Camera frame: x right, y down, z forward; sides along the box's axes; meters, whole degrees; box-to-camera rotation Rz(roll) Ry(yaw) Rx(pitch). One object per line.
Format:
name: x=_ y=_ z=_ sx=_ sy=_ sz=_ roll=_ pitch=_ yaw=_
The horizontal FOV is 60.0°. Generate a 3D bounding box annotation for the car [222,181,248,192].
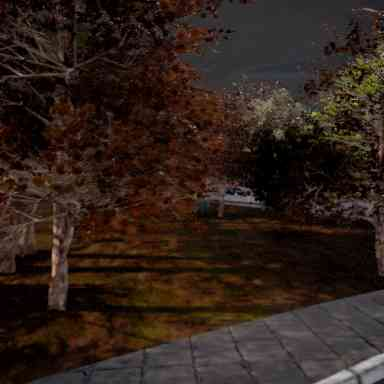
car: x=7.304 y=-0.886 z=55.641 sx=1.946 sy=1.575 sz=5.366 roll=5 pitch=3 yaw=36

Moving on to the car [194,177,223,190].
car: x=2.953 y=-1.543 z=59.021 sx=2.435 sy=2.045 sz=5.566 roll=5 pitch=3 yaw=36

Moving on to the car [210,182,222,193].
car: x=4.279 y=-0.419 z=41.952 sx=2.097 sy=1.535 sz=5.008 roll=5 pitch=3 yaw=36

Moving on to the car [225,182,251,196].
car: x=6.508 y=-0.185 z=40.313 sx=2.163 sy=1.488 sz=4.792 roll=5 pitch=3 yaw=36
